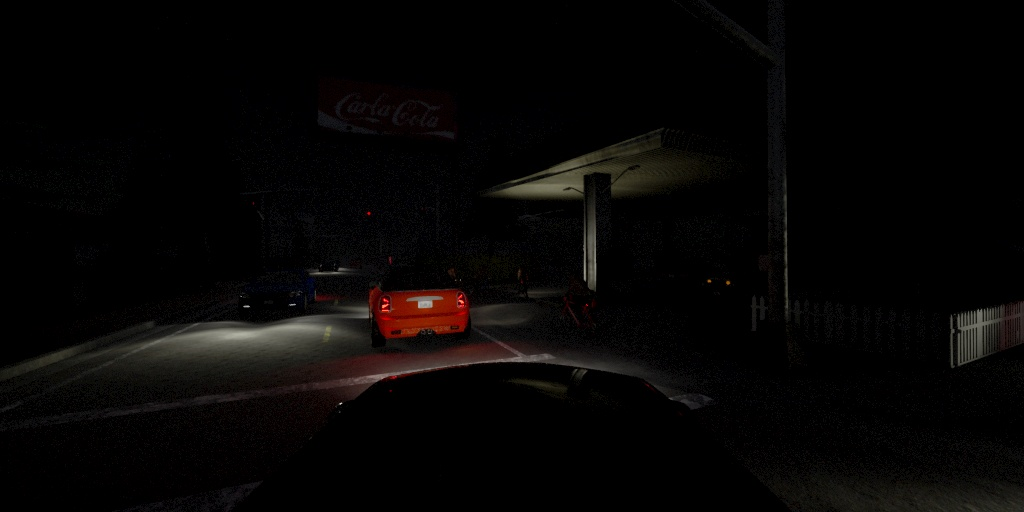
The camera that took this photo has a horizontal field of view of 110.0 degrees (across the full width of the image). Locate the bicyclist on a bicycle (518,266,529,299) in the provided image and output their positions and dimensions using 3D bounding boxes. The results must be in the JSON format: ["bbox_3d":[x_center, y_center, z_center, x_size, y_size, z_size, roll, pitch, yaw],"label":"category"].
[{"bbox_3d":[0.558,1.304,17.977,0.582,1.620,1.656,0,0,15],"label":"bicyclist on a bicycle"}]

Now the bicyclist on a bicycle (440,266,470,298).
[{"bbox_3d":[-2.838,1.280,16.435,1.656,1.620,0.582,1,0,36],"label":"bicyclist on a bicycle"}]

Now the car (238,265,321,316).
[{"bbox_3d":[-8.653,1.211,13.571,1.882,1.535,5.008,1,-1,-24],"label":"car"}]

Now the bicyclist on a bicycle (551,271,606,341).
[{"bbox_3d":[1.595,1.191,8.781,0.582,1.620,1.656,3,-2,-43],"label":"bicyclist on a bicycle"}]

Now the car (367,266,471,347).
[{"bbox_3d":[-2.624,1.031,9.418,2.097,1.767,4.553,0,0,-23],"label":"car"}]

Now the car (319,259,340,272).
[{"bbox_3d":[-23.939,1.165,46.798,2.097,1.767,4.553,0,0,-24],"label":"car"}]

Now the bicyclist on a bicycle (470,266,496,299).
[{"bbox_3d":[-1.549,1.308,17.834,1.656,1.620,0.582,1,0,-22],"label":"bicyclist on a bicycle"}]
